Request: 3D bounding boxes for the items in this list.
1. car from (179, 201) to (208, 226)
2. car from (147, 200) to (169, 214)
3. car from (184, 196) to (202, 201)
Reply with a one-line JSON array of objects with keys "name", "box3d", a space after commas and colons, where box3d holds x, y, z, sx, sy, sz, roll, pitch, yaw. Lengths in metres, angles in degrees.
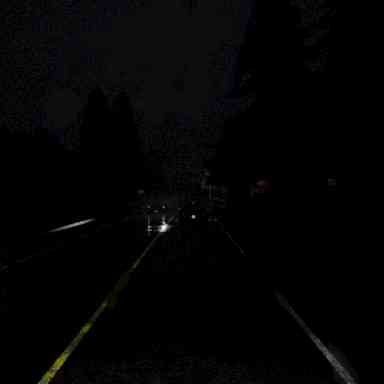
[{"name": "car", "box3d": [0.101, 1.538, 23.112, 1.994, 1.385, 4.181, 0, 0, 0]}, {"name": "car", "box3d": [-3.520, 1.562, 35.057, 1.895, 1.301, 4.718, 0, 0, 0]}, {"name": "car", "box3d": [0.104, 1.310, 39.605, 2.097, 1.767, 4.553, 0, 0, 0]}]
